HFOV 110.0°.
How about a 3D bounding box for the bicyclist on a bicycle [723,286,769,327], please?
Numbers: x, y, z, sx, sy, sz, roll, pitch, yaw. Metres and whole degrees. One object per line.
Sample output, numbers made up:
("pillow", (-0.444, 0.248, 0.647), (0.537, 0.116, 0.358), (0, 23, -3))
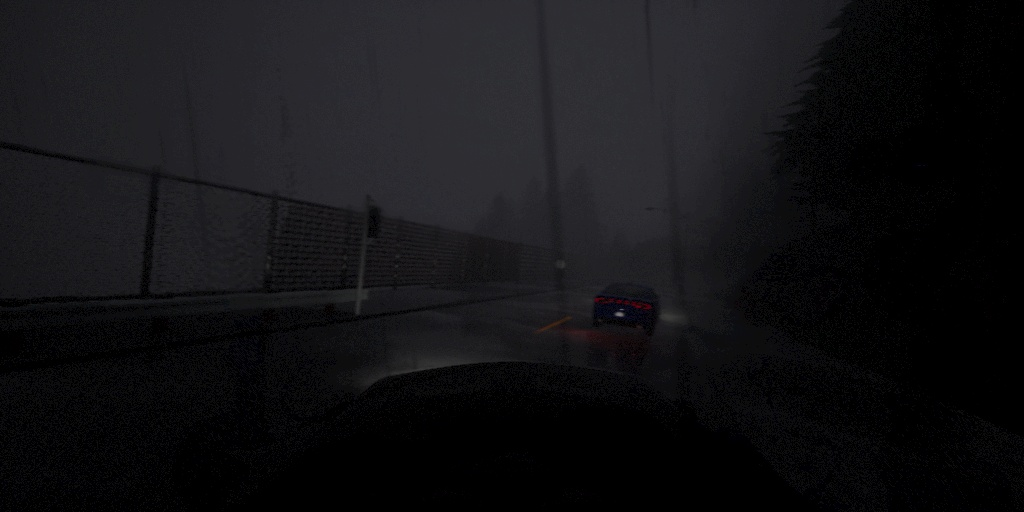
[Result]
("bicyclist on a bicycle", (9.891, 2.101, 15.138), (1.656, 1.620, 0.582), (5, 0, 24))

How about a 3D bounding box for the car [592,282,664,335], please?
("car", (4.262, 1.694, 12.892), (1.882, 1.535, 5.008), (5, 0, 25))

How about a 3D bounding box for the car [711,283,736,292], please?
("car", (26.590, 4.060, 43.414), (4.181, 1.385, 1.994), (5, 0, 15))
